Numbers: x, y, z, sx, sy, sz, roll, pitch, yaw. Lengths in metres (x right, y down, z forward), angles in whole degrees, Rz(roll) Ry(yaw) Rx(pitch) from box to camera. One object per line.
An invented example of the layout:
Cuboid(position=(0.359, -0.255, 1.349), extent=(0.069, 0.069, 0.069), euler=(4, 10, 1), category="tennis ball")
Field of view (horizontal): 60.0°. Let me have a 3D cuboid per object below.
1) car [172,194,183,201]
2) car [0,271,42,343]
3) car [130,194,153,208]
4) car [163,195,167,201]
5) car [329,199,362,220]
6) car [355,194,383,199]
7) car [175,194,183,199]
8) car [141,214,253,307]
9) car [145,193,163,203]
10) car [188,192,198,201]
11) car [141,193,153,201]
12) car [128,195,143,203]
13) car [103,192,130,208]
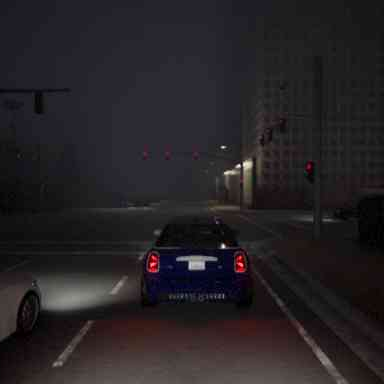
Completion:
Cuboid(position=(-3.323, 1.231, 73.540), extent=(1.882, 1.535, 5.008), euler=(0, 0, 0), category="car")
Cuboid(position=(-3.430, 1.514, 3.638), extent=(1.812, 1.442, 4.674), euler=(0, 0, 1), category="car")
Cuboid(position=(-6.973, 1.376, 46.341), extent=(1.812, 1.442, 4.674), euler=(0, 1, 0), category="car")
Cuboid(position=(-6.817, 1.297, 75.903), extent=(1.994, 1.385, 4.181), euler=(0, 0, 0), category="car")
Cuboid(position=(13.605, 1.493, 26.920), extent=(4.674, 1.442, 1.812), euler=(0, 0, 0), category="car")
Cuboid(position=(16.245, 1.178, 30.441), extent=(5.566, 2.045, 2.150), euler=(0, 0, 0), category="car")
Cuboid(position=(-3.298, 1.151, 83.792), extent=(1.895, 1.301, 4.718), euler=(0, 0, 0), category="car")
Cuboid(position=(0.102, 1.325, 8.068), extent=(2.097, 1.767, 4.553), euler=(0, 0, 0), category="car")
Cuboid(position=(-6.907, 1.307, 60.940), extent=(1.837, 1.490, 4.892), euler=(0, 0, 1), category="car")
Cuboid(position=(0.176, 1.294, 73.121), extent=(2.033, 1.411, 5.357), euler=(0, 0, 0), category="car")
Cuboid(position=(-10.315, 1.093, 76.838), extent=(2.097, 1.767, 4.553), euler=(0, 0, 0), category="car")
Cuboid(position=(-10.394, 1.277, 61.836), extent=(1.882, 1.535, 5.008), euler=(0, 0, 1), category="car")
Cuboid(position=(-10.479, 1.070, 45.649), extent=(2.150, 2.045, 5.566), euler=(0, 1, 0), category="car")
